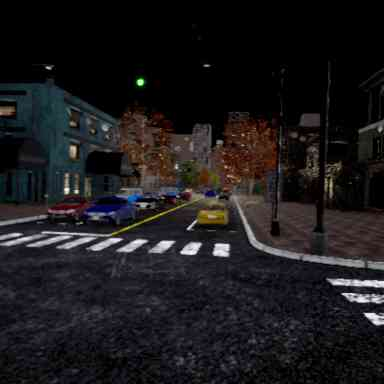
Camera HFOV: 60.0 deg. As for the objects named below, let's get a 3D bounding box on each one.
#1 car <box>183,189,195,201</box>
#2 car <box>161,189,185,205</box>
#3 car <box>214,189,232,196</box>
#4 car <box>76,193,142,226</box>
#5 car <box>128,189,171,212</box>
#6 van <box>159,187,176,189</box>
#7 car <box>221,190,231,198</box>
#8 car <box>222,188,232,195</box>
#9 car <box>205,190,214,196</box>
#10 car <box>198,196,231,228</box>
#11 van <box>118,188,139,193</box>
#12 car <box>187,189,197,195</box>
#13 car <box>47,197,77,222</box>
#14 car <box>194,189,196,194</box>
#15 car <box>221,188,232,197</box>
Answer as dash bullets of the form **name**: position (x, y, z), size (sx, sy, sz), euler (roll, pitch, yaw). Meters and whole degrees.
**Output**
- **car**: position (-1.215, 0.600, 47.254), size (1.895, 1.301, 4.718), euler (2, 1, 7)
- **car**: position (-2.412, 0.735, 37.215), size (1.994, 1.385, 4.181), euler (2, 1, 7)
- **car**: position (4.502, 0.740, 46.634), size (2.008, 1.369, 4.403), euler (1, 1, 7)
- **car**: position (-4.554, 1.009, 19.020), size (1.812, 1.442, 4.674), euler (2, 1, 7)
- **car**: position (-3.471, 0.818, 28.153), size (2.128, 1.511, 4.902), euler (2, 1, 6)
- **van**: position (-3.814, 0.252, 47.594), size (1.690, 1.788, 3.998), euler (1, 1, 7)
- **car**: position (7.068, 0.354, 68.667), size (1.887, 1.381, 4.507), euler (1, 1, 7)
- **car**: position (8.997, -0.161, 85.187), size (2.192, 1.841, 5.009), euler (1, 1, 7)
- **car**: position (3.371, 0.363, 59.547), size (1.882, 1.535, 5.008), euler (2, 1, 7)
- **car**: position (1.314, 1.185, 19.261), size (1.752, 1.417, 4.829), euler (1, 1, 7)
- **van**: position (-5.738, 0.537, 31.069), size (1.690, 1.788, 3.998), euler (1, 1, 7)
- **car**: position (0.029, -0.077, 80.649), size (1.802, 1.307, 4.206), euler (1, 1, 7)
- **car**: position (-7.026, 0.967, 20.058), size (1.802, 1.307, 4.206), euler (1, 1, 7)
- **car**: position (-0.611, -0.019, 75.140), size (1.887, 1.381, 4.507), euler (1, 1, 7)
- **car**: position (7.714, 0.030, 74.171), size (2.192, 1.841, 5.009), euler (1, 1, 7)
